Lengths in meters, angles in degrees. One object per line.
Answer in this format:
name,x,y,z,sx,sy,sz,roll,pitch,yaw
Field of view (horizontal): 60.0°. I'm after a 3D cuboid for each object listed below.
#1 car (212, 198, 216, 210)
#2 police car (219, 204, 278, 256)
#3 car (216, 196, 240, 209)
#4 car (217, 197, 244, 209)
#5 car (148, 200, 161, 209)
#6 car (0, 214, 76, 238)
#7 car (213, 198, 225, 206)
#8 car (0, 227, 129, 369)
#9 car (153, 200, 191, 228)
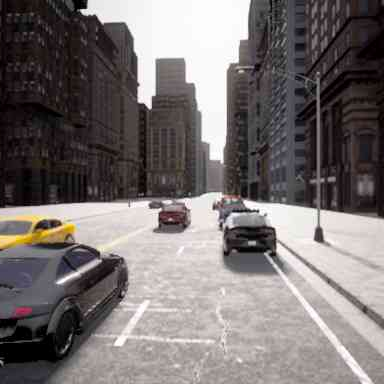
car,3.889,1.828,47.468,1.994,1.385,4.181,0,0,5
police car,2.183,1.491,13.530,1.930,1.638,5.238,0,0,5
car,3.434,1.377,29.402,2.150,2.045,5.566,0,0,5
car,2.958,1.470,23.361,2.097,1.767,4.553,0,0,5
car,-5.630,1.917,52.061,1.895,1.301,4.718,0,0,5
car,-5.610,1.549,11.053,1.882,1.535,5.008,0,0,5
car,5.236,1.872,64.647,2.128,1.511,4.902,0,0,5
car,-2.547,1.601,6.014,1.994,1.385,4.181,0,0,5
car,-1.161,1.608,23.609,1.882,1.535,5.008,0,0,5
